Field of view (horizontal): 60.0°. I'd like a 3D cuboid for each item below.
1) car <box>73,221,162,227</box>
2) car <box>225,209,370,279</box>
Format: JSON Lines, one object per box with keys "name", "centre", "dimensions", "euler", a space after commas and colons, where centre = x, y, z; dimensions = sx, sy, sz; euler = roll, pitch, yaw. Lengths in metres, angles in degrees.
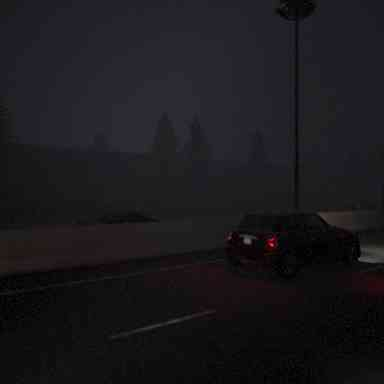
{"name": "car", "centre": [-3.187, 1.579, 14.620], "dimensions": [4.181, 1.385, 1.994], "euler": [0, 0, -36]}
{"name": "car", "centre": [3.252, 1.372, 10.369], "dimensions": [4.553, 1.767, 2.097], "euler": [0, 0, -35]}
